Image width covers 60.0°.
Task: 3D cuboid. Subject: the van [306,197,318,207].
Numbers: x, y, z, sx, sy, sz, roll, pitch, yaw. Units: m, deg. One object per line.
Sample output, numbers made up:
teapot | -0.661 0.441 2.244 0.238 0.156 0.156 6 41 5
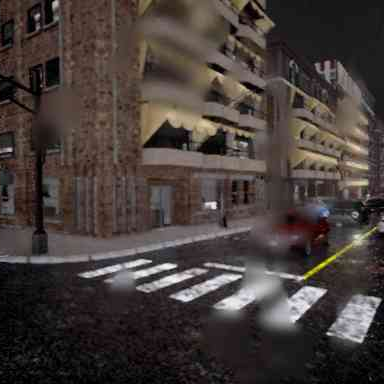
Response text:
van | 10.413 1.296 26.453 1.690 1.788 3.998 -1 -1 35

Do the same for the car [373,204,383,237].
car | 10.663 1.495 16.856 1.812 1.442 4.674 0 0 36

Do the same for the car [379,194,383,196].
car | 32.928 1.479 58.031 1.802 1.307 4.206 -1 -1 36

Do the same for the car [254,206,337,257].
car | 4.133 1.503 13.153 1.812 1.442 4.674 0 0 36

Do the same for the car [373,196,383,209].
car | 18.217 1.420 32.880 1.882 1.535 5.008 0 0 36

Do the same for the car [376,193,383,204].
car | 36.140 1.204 62.544 2.192 1.841 5.009 -1 -1 35

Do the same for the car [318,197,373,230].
car | 9.844 1.315 21.159 2.097 1.767 4.553 0 0 35
